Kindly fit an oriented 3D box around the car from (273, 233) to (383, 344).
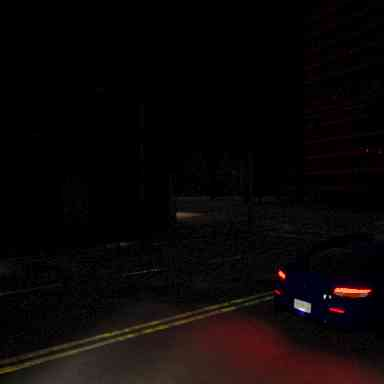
[{"bbox_3d":[3.520,1.526,6.281,4.674,1.442,1.812,0,0,-35],"label":"car"}]
